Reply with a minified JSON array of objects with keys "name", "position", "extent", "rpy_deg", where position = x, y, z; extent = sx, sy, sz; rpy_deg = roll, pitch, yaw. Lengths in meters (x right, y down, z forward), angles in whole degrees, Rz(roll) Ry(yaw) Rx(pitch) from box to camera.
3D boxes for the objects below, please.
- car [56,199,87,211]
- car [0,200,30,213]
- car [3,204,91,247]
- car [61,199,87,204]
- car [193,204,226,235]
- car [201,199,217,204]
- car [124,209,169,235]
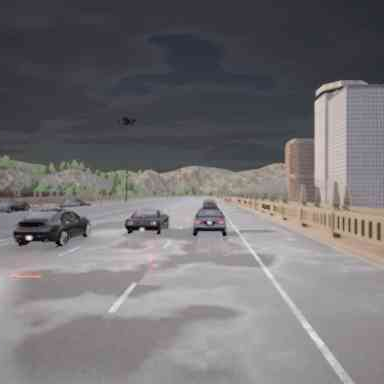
[{"name":"car","position":[-15.414,1.638,42.825],"extent":[1.837,1.490,4.892],"rpy_deg":[0,-1,4]},{"name":"car","position":[-19.323,1.562,35.562],"extent":[2.128,1.511,4.902],"rpy_deg":[0,0,3]},{"name":"car","position":[-6.191,1.532,15.298],"extent":[1.837,1.490,4.892],"rpy_deg":[0,0,3]},{"name":"car","position":[-12.316,1.649,35.288],"extent":[2.033,1.411,5.357],"rpy_deg":[0,0,3]},{"name":"car","position":[1.023,1.629,19.420],"extent":[2.033,1.411,5.357],"rpy_deg":[0,0,3]},{"name":"car","position":[2.245,1.722,42.696],"extent":[1.837,1.490,4.892],"rpy_deg":[0,0,3]},{"name":"car","position":[-2.478,1.666,19.493],"extent":[1.895,1.301,4.718],"rpy_deg":[0,0,3]}]
